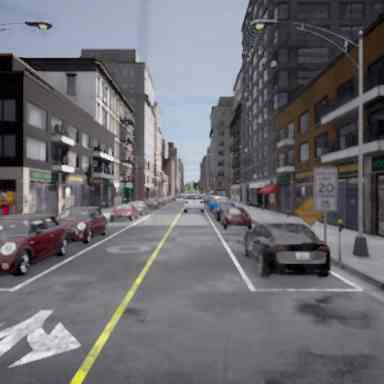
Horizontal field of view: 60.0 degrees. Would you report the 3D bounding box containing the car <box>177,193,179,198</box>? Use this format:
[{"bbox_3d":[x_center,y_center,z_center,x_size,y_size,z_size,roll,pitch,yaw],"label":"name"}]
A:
[{"bbox_3d":[-5.083,1.620,87.246,1.947,1.339,4.313,0,0,0],"label":"car"}]

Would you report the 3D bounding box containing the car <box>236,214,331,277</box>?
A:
[{"bbox_3d":[2.669,1.566,10.065,1.947,1.339,4.313,0,0,0],"label":"car"}]

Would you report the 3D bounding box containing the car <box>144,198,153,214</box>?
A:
[{"bbox_3d":[-5.278,1.549,32.137,2.008,1.369,4.403,0,0,0],"label":"car"}]

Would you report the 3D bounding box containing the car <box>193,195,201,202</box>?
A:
[{"bbox_3d":[1.105,1.507,80.229,1.801,1.575,5.366,0,0,0],"label":"car"}]

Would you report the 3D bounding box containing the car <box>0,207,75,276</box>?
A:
[{"bbox_3d":[-5.356,1.435,10.094,1.967,1.590,4.097,0,0,0],"label":"car"}]

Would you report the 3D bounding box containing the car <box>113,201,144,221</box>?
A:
[{"bbox_3d":[-5.298,1.578,26.626,1.802,1.307,4.206,0,0,0],"label":"car"}]

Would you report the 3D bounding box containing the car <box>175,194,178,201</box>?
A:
[{"bbox_3d":[-5.103,1.593,81.735,1.887,1.381,4.507,0,0,0],"label":"car"}]

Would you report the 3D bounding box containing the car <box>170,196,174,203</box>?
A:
[{"bbox_3d":[-5.162,1.576,65.202,1.887,1.381,4.507,0,0,0],"label":"car"}]

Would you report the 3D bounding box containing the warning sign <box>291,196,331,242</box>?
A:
[{"bbox_3d":[4.988,1.116,14.024,1.300,1.860,1.060,0,0,0],"label":"warning sign"}]

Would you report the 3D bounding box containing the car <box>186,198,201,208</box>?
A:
[{"bbox_3d":[0.181,1.564,48.428,2.033,1.411,5.357,0,0,0],"label":"car"}]

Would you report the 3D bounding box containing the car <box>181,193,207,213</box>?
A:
[{"bbox_3d":[0.217,1.227,36.985,2.150,2.045,5.566,0,0,0],"label":"car"}]

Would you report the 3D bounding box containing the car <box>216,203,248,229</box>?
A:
[{"bbox_3d":[2.708,1.581,21.088,1.802,1.307,4.206,0,0,0],"label":"car"}]

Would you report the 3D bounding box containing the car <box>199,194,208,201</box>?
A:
[{"bbox_3d":[2.942,1.374,87.218,2.192,1.841,5.009,0,0,0],"label":"car"}]

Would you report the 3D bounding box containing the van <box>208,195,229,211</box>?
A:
[{"bbox_3d":[2.746,1.344,32.109,1.690,1.788,3.998,0,0,0],"label":"van"}]

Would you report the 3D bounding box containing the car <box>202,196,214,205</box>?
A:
[{"bbox_3d":[2.844,1.471,59.663,1.967,1.590,4.097,0,0,0],"label":"car"}]

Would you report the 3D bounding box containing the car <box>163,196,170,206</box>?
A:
[{"bbox_3d":[-5.201,1.570,54.180,2.008,1.369,4.403,0,0,0],"label":"car"}]

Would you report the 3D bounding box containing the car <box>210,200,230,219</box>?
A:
[{"bbox_3d":[2.727,1.567,26.598,1.947,1.339,4.313,0,0,0],"label":"car"}]

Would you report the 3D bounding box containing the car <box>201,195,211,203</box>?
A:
[{"bbox_3d":[2.883,1.483,70.685,1.967,1.590,4.097,0,0,0],"label":"car"}]

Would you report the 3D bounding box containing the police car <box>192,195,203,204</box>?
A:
[{"bbox_3d":[1.048,1.460,64.149,1.930,1.638,5.238,0,0,0],"label":"police car"}]

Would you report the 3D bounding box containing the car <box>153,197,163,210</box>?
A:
[{"bbox_3d":[-5.240,1.447,43.158,1.967,1.590,4.097,0,0,0],"label":"car"}]

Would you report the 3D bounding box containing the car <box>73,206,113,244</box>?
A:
[{"bbox_3d":[-5.337,1.434,15.605,1.967,1.590,4.097,0,0,0],"label":"car"}]

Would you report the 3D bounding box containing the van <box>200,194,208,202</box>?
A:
[{"bbox_3d":[2.922,1.395,81.706,1.690,1.788,3.998,0,0,0],"label":"van"}]
